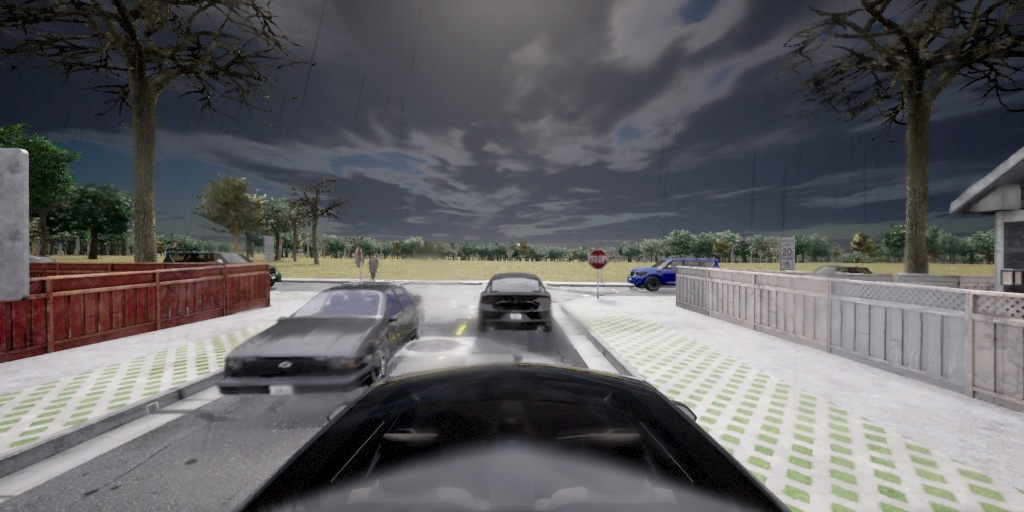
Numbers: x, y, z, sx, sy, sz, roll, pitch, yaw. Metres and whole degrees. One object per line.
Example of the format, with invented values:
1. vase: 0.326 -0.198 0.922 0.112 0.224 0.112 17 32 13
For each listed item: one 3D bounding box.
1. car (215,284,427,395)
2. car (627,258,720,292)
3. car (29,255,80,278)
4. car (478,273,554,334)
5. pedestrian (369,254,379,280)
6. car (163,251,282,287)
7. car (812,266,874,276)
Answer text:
1. car: -3.012 1.297 7.155 2.033 1.411 5.357 0 0 -3
2. car: 10.148 1.128 22.372 5.566 2.045 2.150 1 0 0
3. car: -25.742 0.741 19.127 4.553 1.767 2.097 1 0 -1
4. car: 0.086 1.228 10.708 1.882 1.535 5.008 0 0 0
5. pedestrian: -9.733 0.753 25.113 0.375 1.860 0.375 0 -1 0
6. car: -15.546 0.768 19.204 5.566 2.045 2.150 1 0 0
7. car: 20.136 1.399 22.449 4.553 1.767 2.097 1 0 -1
